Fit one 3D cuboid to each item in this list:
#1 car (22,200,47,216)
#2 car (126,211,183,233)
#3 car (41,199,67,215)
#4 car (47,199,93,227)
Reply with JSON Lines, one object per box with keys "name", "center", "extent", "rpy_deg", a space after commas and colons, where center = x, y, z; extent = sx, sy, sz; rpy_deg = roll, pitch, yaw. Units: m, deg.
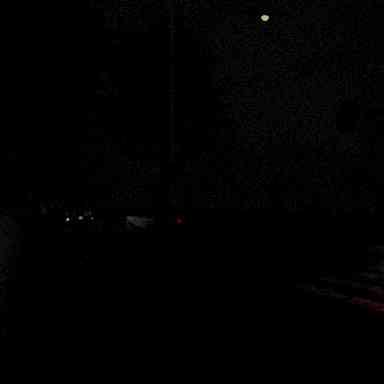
{"name": "car", "center": [-20.139, 2.096, 42.231], "extent": [2.150, 2.045, 5.566], "rpy_deg": [0, -1, -35]}
{"name": "car", "center": [-2.606, 1.862, 21.777], "extent": [1.895, 1.301, 4.718], "rpy_deg": [0, -1, -35]}
{"name": "car", "center": [-18.936, 2.045, 45.510], "extent": [2.150, 2.045, 5.566], "rpy_deg": [0, -1, -35]}
{"name": "car", "center": [-9.868, 1.648, 27.132], "extent": [2.150, 2.045, 5.566], "rpy_deg": [0, -1, -34]}
